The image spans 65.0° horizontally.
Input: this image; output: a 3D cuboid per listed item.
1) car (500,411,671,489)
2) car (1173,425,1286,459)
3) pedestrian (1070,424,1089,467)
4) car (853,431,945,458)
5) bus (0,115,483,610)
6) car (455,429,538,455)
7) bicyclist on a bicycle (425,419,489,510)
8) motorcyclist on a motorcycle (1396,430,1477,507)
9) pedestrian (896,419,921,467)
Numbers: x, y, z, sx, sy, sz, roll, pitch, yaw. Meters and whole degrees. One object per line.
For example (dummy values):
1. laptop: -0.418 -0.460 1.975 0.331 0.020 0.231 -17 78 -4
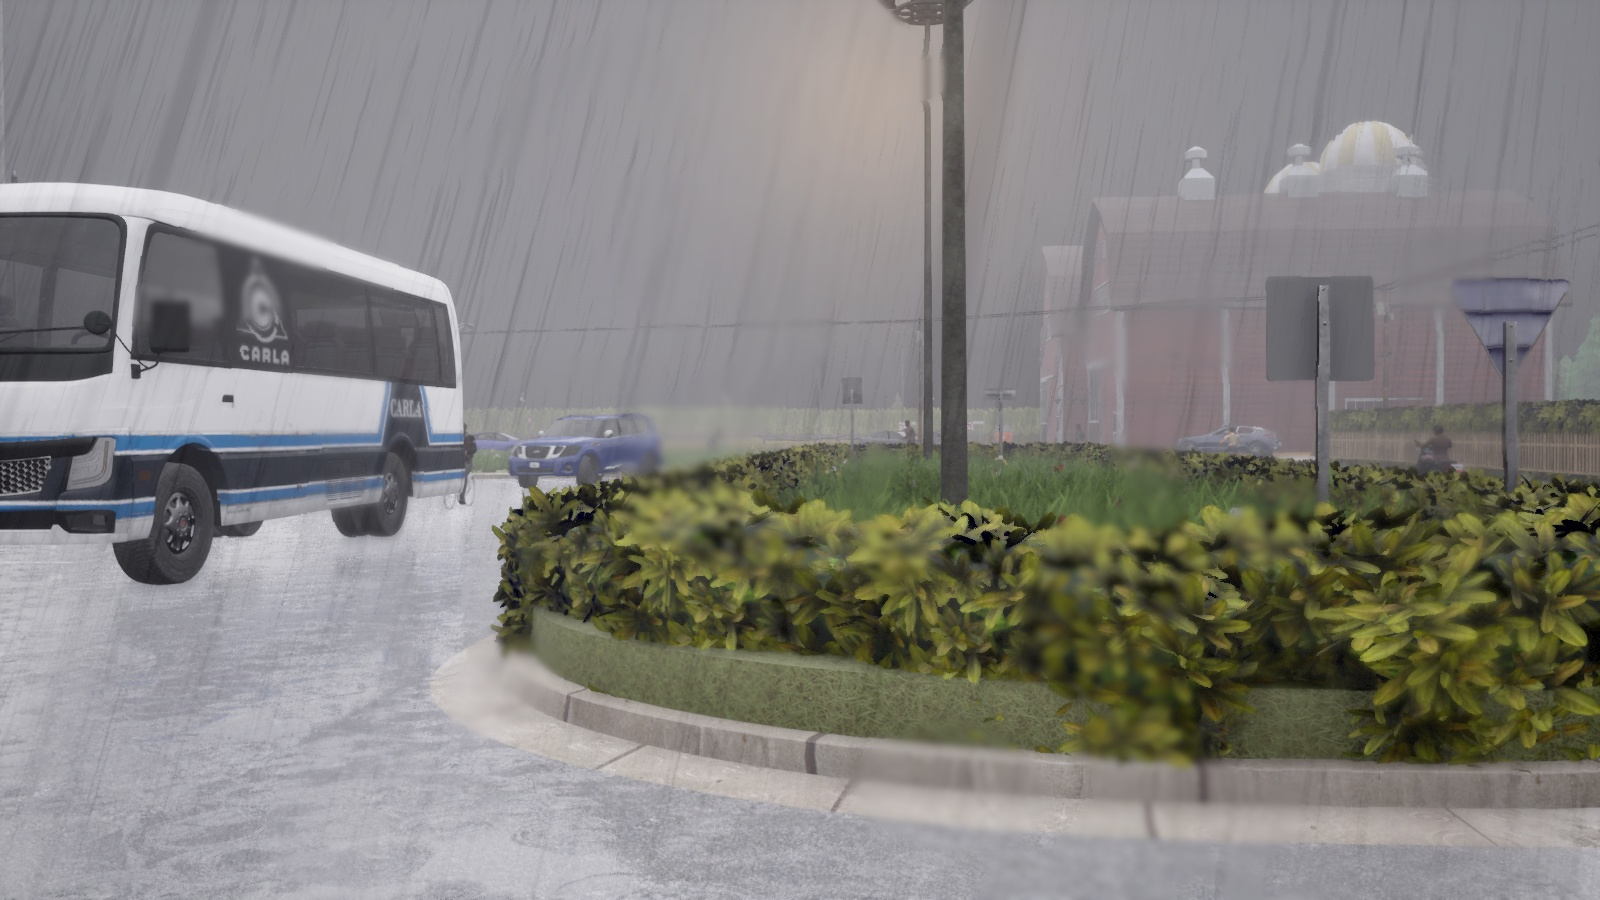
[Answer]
1. car: -5.928 -0.046 35.517 2.150 2.045 5.566 0 1 22
2. car: 21.700 -0.421 63.512 5.027 1.651 2.152 1 1 33
3. pedestrian: 12.004 -0.205 54.018 0.694 1.848 0.540 1 1 24
4. car: 5.658 -0.329 71.915 4.792 1.488 2.163 1 1 31
5. bus: -7.655 -0.836 16.061 3.944 4.253 10.273 0 1 4
6. car: -18.311 -0.510 75.874 4.514 1.525 2.007 0 1 5
7. bicyclist on a bicycle: -6.943 0.263 25.487 0.659 1.776 1.843 0 1 5
8. motorcyclist on a motorcycle: 14.117 0.383 27.927 0.766 1.649 2.350 0 1 5
9. pedestrian: 4.148 -0.271 47.999 0.869 1.805 0.328 0 1 -25
